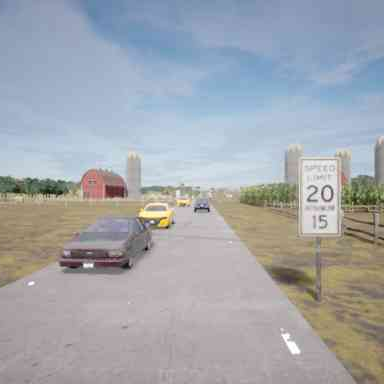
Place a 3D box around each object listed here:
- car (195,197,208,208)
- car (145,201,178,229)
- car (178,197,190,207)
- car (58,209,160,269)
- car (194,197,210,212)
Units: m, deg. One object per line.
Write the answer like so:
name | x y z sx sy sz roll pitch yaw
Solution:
car | 1.489 1.588 50.345 1.837 1.490 4.892 0 0 2
car | -2.255 1.481 21.845 1.882 1.535 5.008 0 0 2
car | -1.347 1.573 52.436 1.882 1.535 5.008 0 0 2
car | -2.605 1.549 11.462 2.033 1.411 5.357 0 0 3
car | 1.191 1.574 39.410 2.033 1.411 5.357 0 0 2
